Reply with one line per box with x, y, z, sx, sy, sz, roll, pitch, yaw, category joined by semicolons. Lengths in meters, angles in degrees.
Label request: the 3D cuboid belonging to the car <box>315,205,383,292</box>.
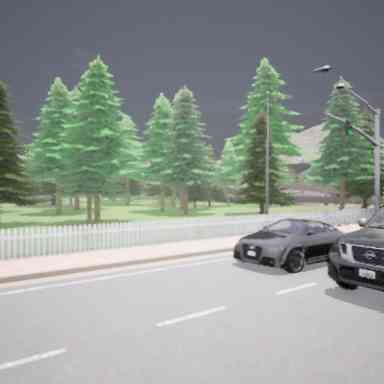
5.623;1.224;8.004;5.566;2.045;2.150;0;0;-36;car

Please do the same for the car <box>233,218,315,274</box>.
3.325;1.566;10.662;4.181;1.385;1.994;0;0;-36;car
